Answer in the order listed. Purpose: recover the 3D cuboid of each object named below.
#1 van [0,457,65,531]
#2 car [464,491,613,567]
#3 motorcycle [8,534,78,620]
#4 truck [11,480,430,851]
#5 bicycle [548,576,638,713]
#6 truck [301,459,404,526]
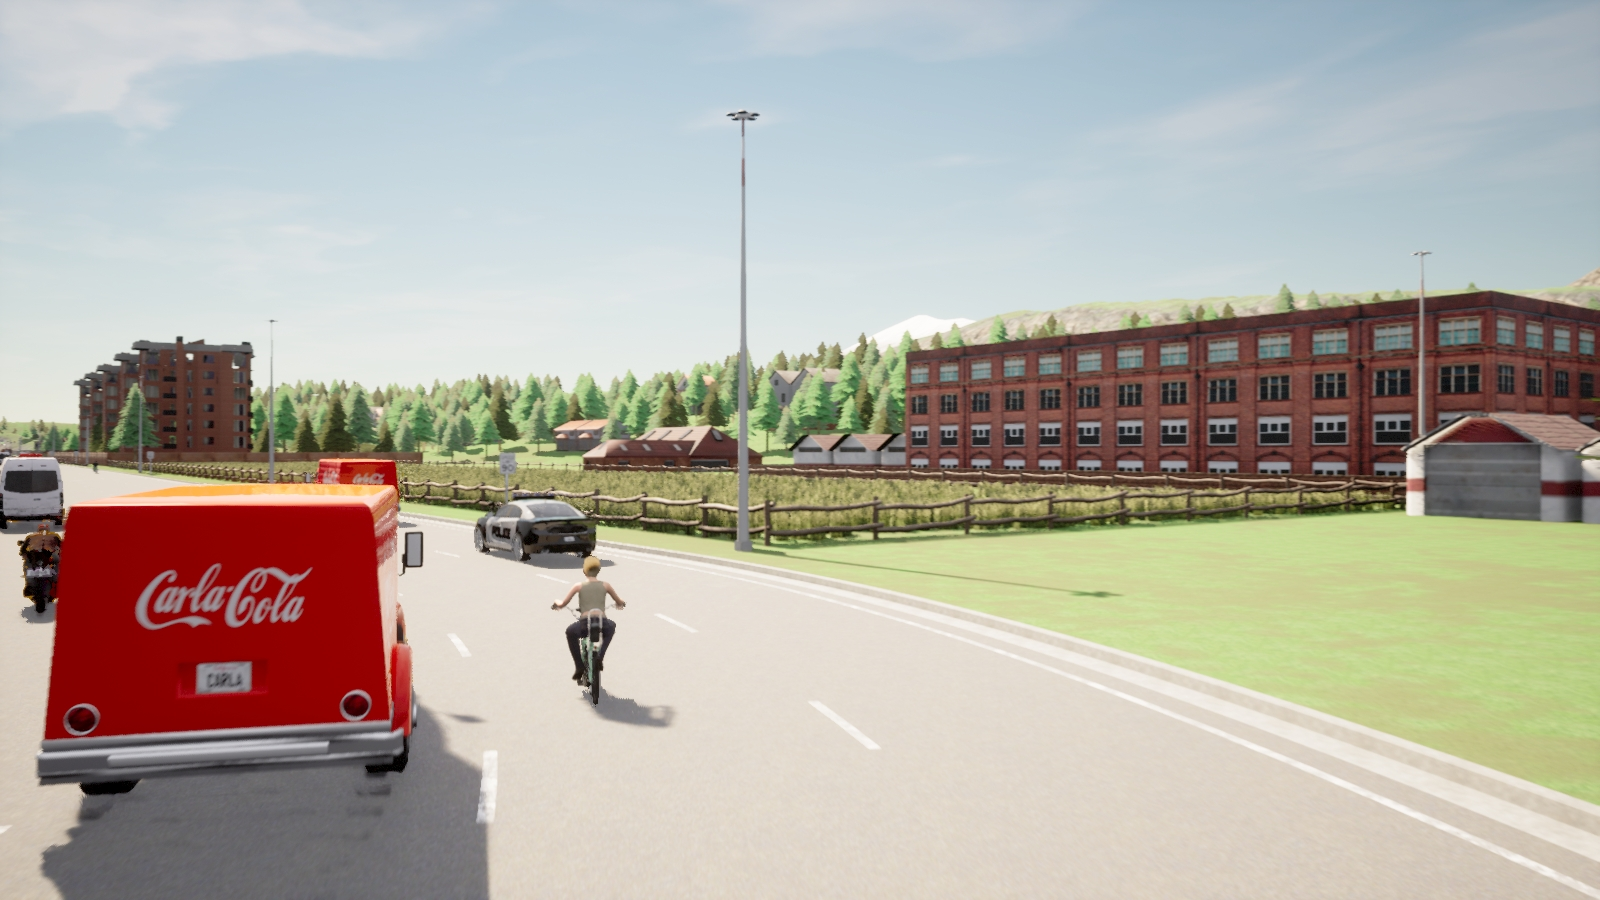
[{"bbox_3d":[-29.203,1.571,43.302,1.988,2.561,5.915,0,0,-36],"label":"van"},{"bbox_3d":[-7.034,2.005,30.272,2.097,1.638,5.238,0,0,-34],"label":"car"},{"bbox_3d":[-13.478,2.222,20.397,0.867,1.251,2.209,-1,1,-29],"label":"motorcycle"},{"bbox_3d":[-4.968,1.576,10.831,2.627,2.467,5.204,1,0,-17],"label":"truck"},{"bbox_3d":[-2.382,2.168,13.009,0.859,1.276,1.487,0,0,-16],"label":"bicycle"},{"bbox_3d":[-17.958,1.607,45.702,2.627,2.467,5.204,0,0,-36],"label":"truck"}]
